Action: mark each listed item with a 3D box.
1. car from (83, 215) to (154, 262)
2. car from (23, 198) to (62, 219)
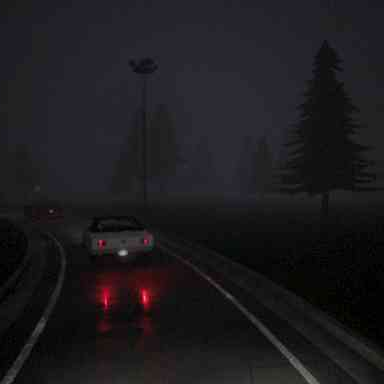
[{"bbox_3d":[-2.837,1.484,11.860,1.895,1.301,4.718,-1,1,-21],"label":"car"},{"bbox_3d":[-11.976,1.253,26.532,1.882,1.535,5.008,-1,1,-39],"label":"car"}]
